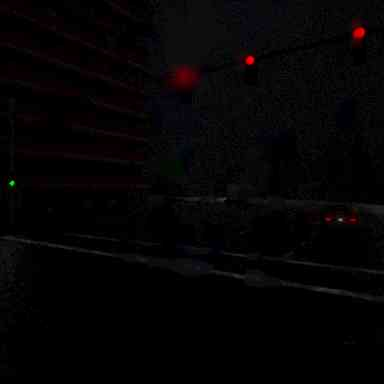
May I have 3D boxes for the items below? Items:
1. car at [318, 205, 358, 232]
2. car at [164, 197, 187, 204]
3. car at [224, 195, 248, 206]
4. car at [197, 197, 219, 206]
[{"bbox_3d":[8.525,1.495,19.624,2.033,1.411,5.357,0,0,19],"label":"car"},{"bbox_3d":[-3.223,1.561,62.745,4.718,1.301,1.895,0,0,44],"label":"car"},{"bbox_3d":[6.958,1.300,53.092,2.097,1.767,4.553,0,0,-23],"label":"car"},{"bbox_3d":[2.599,1.479,54.178,1.812,1.442,4.674,0,0,-28],"label":"car"}]
